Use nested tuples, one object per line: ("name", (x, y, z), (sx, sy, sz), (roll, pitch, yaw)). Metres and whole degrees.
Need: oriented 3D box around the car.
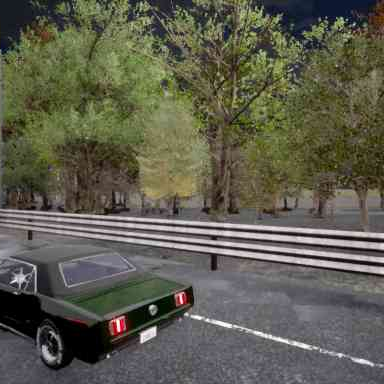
("car", (-2.376, 1.600, 5.704), (4.718, 1.301, 1.895), (0, 0, 36))
